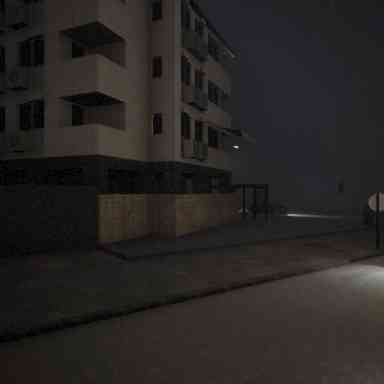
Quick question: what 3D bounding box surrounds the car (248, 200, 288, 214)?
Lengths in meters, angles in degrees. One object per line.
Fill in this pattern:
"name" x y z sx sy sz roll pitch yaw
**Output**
"car" 7.873 1.564 34.763 1.994 1.385 4.181 0 0 -35
